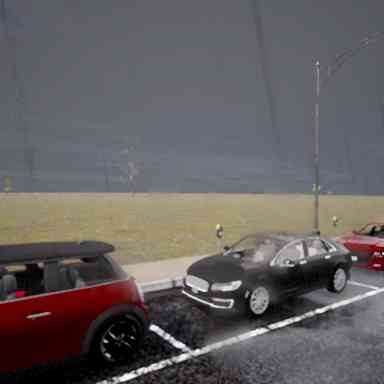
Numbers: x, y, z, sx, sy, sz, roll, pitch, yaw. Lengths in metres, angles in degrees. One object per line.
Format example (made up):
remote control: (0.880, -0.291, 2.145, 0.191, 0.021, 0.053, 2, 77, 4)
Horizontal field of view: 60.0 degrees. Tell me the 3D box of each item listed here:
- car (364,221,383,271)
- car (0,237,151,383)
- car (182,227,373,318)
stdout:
car: (6.340, 1.623, 10.623, 4.507, 1.381, 1.887, 0, 0, -36)
car: (-2.666, 1.441, 4.184, 4.097, 1.590, 1.967, 0, 0, -36)
car: (1.836, 1.590, 7.404, 4.403, 1.369, 2.008, 0, 0, -36)
